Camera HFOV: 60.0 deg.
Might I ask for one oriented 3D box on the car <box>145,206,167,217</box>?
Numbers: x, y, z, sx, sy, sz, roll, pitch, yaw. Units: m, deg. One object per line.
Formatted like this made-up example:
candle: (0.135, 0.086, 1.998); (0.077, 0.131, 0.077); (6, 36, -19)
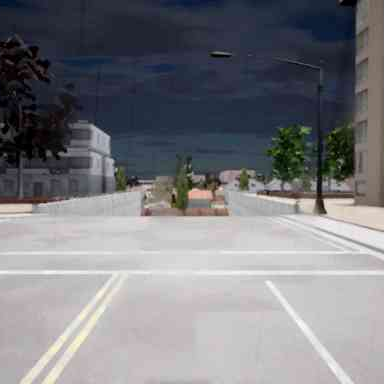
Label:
car: (-3.597, 2.138, 33.876); (1.882, 1.535, 5.008); (0, -8, 0)
